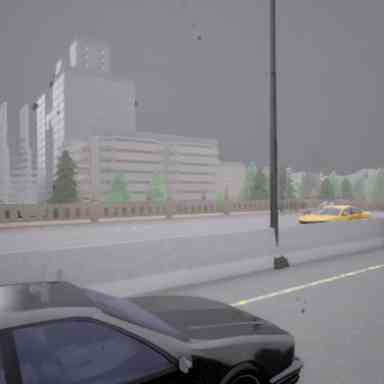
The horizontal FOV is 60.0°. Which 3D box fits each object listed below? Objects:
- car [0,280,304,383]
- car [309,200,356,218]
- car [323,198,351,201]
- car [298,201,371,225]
[{"bbox_3d":[-1.420,1.549,2.739,5.357,1.411,2.033,0,0,-35],"label":"car"},{"bbox_3d":[12.881,1.522,30.389,4.674,1.442,1.812,0,0,-35],"label":"car"},{"bbox_3d":[10.124,1.349,24.122,4.553,1.767,2.097,0,0,-35],"label":"car"},{"bbox_3d":[7.877,1.476,18.218,5.008,1.535,1.882,0,0,-36],"label":"car"}]
